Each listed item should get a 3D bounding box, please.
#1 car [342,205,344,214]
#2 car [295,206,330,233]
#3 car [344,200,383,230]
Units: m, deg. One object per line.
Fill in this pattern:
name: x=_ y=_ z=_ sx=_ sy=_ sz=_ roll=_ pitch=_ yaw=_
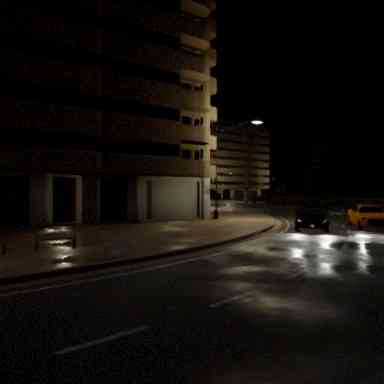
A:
car: x=16.764 y=1.584 z=33.145 sx=1.882 sy=1.535 sz=5.008 roll=0 pitch=0 yaw=0
car: x=7.399 y=1.593 z=20.455 sx=1.812 sy=1.442 sz=4.674 roll=0 pitch=0 yaw=20
car: x=11.451 y=1.547 z=21.557 sx=1.882 sy=1.535 sz=5.008 roll=0 pitch=0 yaw=16
